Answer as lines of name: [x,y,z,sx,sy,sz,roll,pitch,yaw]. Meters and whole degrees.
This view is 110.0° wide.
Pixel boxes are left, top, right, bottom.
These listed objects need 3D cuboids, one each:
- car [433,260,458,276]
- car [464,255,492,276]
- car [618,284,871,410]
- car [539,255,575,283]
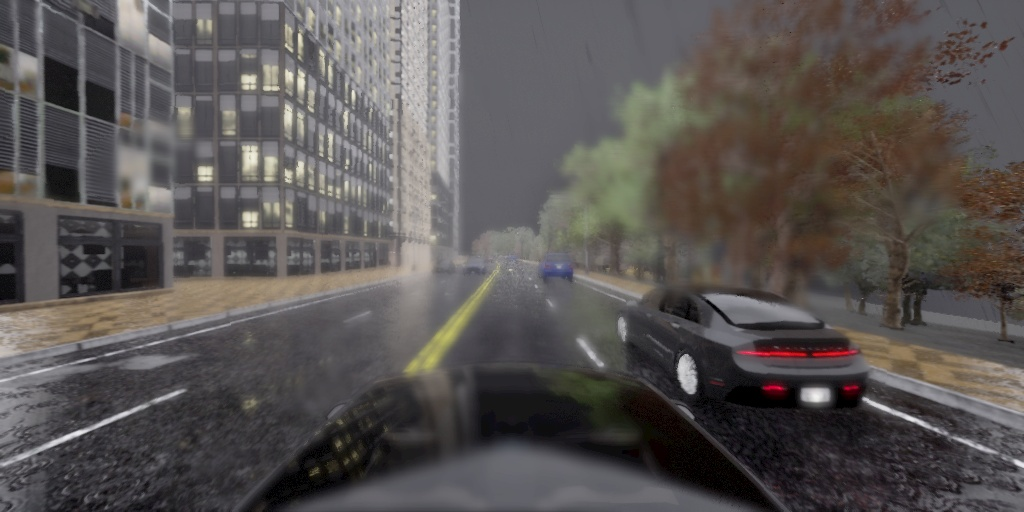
car: [-6.615,1.167,35.945,1.837,1.490,4.892,0,0,0]
car: [-3.364,1.017,34.820,2.097,1.767,4.553,0,0,0]
car: [3.327,1.247,6.319,1.837,1.490,4.892,0,1,0]
car: [3.348,0.909,27.061,2.150,2.045,5.566,0,0,0]
